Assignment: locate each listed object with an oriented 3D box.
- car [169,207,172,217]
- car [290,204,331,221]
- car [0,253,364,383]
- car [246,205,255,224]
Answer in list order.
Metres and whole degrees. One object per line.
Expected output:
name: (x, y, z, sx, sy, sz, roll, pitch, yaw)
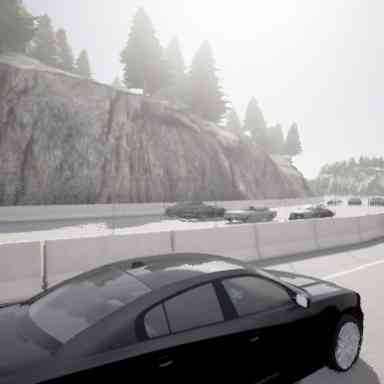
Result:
car: (-0.319, 1.596, 30.954, 4.892, 1.490, 1.837, 0, 0, -42)
car: (9.215, 1.647, 25.488, 4.181, 1.385, 1.994, 0, 0, -43)
car: (0.104, 1.490, 3.949, 5.008, 1.535, 1.882, 0, 0, -36)
car: (4.632, 1.681, 25.974, 4.718, 1.301, 1.895, 0, 0, -42)
